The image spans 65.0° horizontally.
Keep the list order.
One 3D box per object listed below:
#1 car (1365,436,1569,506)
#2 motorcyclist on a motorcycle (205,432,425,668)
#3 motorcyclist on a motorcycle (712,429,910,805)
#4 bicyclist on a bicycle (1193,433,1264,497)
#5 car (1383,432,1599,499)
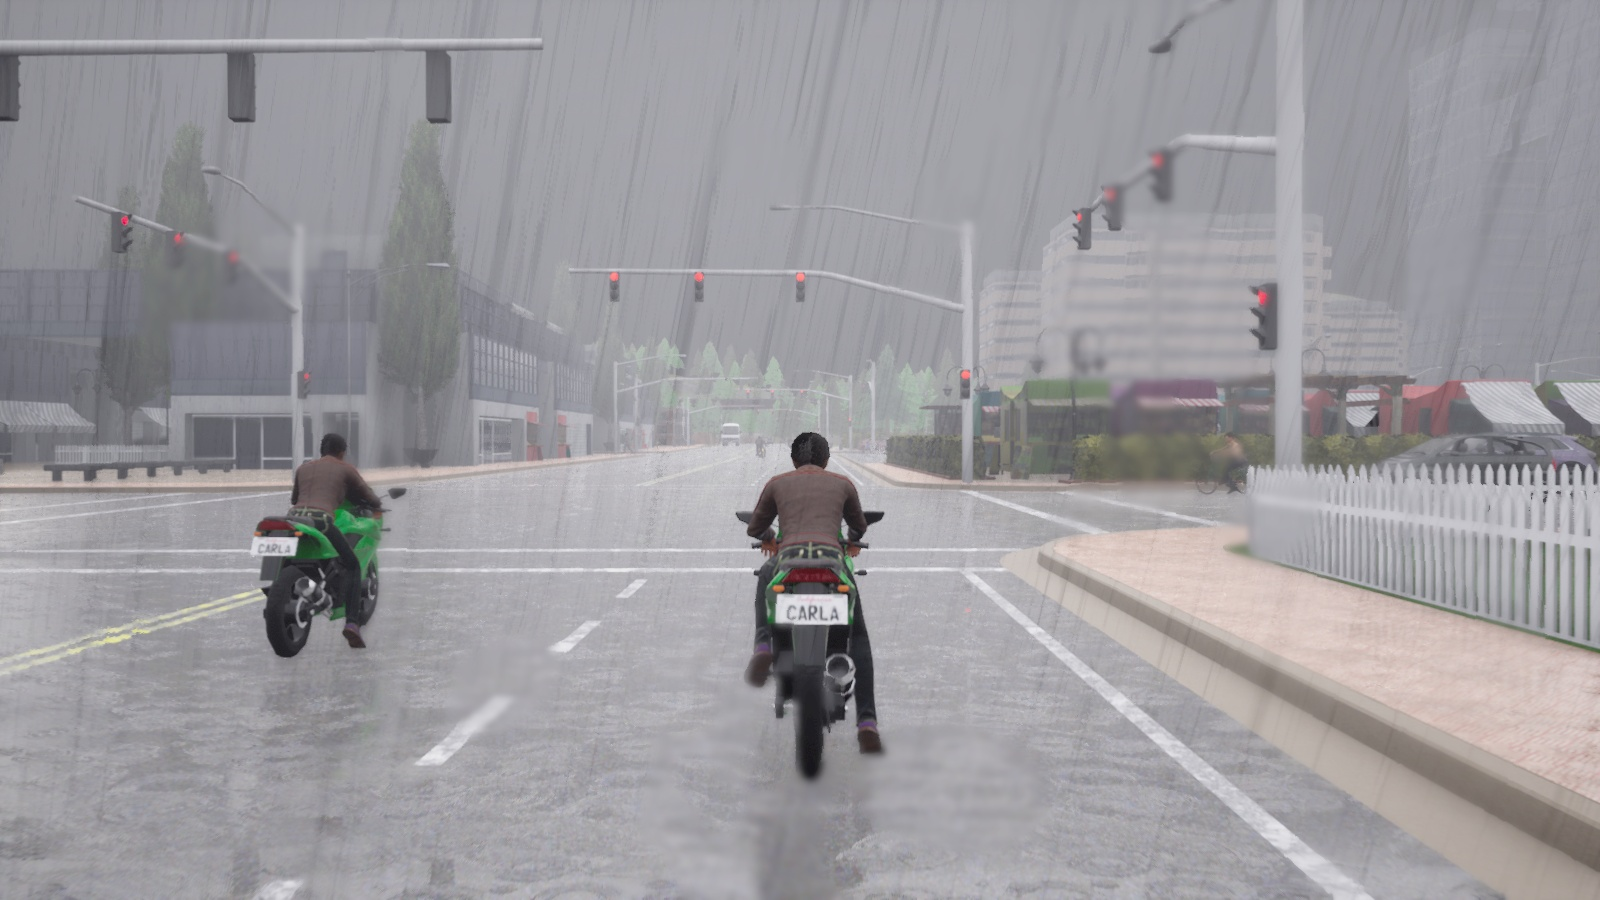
[{"bbox_3d":[15.191,0.456,28.740,3.705,1.549,1.789,0,1,-1],"label":"car"},{"bbox_3d":[-3.434,0.636,9.126,0.797,1.523,2.044,0,1,0],"label":"motorcyclist on a motorcycle"},{"bbox_3d":[0.049,0.668,6.105,0.797,1.523,2.044,0,1,0],"label":"motorcyclist on a motorcycle"},{"bbox_3d":[10.966,0.377,32.152,1.509,1.612,0.866,0,1,-1],"label":"bicyclist on a bicycle"},{"bbox_3d":[17.894,0.375,32.294,4.856,1.649,2.033,0,1,-1],"label":"car"}]
